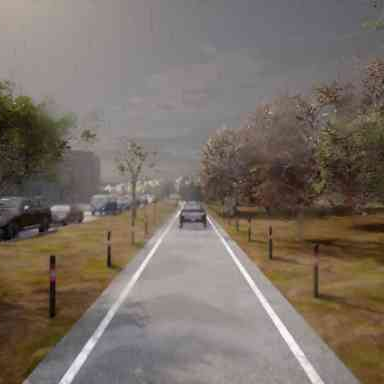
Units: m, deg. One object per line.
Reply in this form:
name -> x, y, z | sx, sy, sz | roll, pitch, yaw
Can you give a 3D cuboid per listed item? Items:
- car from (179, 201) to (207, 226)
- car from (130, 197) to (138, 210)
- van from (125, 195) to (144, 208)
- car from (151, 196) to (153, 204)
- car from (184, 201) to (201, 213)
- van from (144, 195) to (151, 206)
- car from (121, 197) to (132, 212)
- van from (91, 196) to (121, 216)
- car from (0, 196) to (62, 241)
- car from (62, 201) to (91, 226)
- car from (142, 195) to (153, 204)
car -> 0.067, 1.606, 24.051 | 2.128, 1.511, 4.902 | 0, 0, 0
car -> -9.142, 1.737, 45.734 | 2.163, 1.488, 4.792 | 0, -2, -2
van -> -9.161, 1.536, 52.248 | 1.878, 1.987, 4.442 | 0, -2, -3
car -> -9.968, 1.972, 73.432 | 2.002, 1.452, 4.674 | 1, -2, -5
car -> 0.042, 1.814, 42.207 | 1.994, 1.385, 4.181 | 0, -1, 0
van -> -9.339, 1.617, 62.198 | 1.878, 1.987, 4.442 | 0, -2, -2
car -> -9.129, 1.660, 40.223 | 2.231, 1.521, 4.892 | 0, -2, -2
van -> -9.119, 1.409, 34.540 | 1.878, 1.987, 4.442 | 0, 0, 2
car -> -9.069, 1.247, 16.825 | 2.435, 2.045, 5.566 | 0, 0, 0
car -> -9.086, 1.581, 23.567 | 2.002, 1.452, 4.674 | 0, 0, 0
car -> -10.500, 1.720, 78.971 | 2.435, 2.045, 5.566 | 1, -2, -9
